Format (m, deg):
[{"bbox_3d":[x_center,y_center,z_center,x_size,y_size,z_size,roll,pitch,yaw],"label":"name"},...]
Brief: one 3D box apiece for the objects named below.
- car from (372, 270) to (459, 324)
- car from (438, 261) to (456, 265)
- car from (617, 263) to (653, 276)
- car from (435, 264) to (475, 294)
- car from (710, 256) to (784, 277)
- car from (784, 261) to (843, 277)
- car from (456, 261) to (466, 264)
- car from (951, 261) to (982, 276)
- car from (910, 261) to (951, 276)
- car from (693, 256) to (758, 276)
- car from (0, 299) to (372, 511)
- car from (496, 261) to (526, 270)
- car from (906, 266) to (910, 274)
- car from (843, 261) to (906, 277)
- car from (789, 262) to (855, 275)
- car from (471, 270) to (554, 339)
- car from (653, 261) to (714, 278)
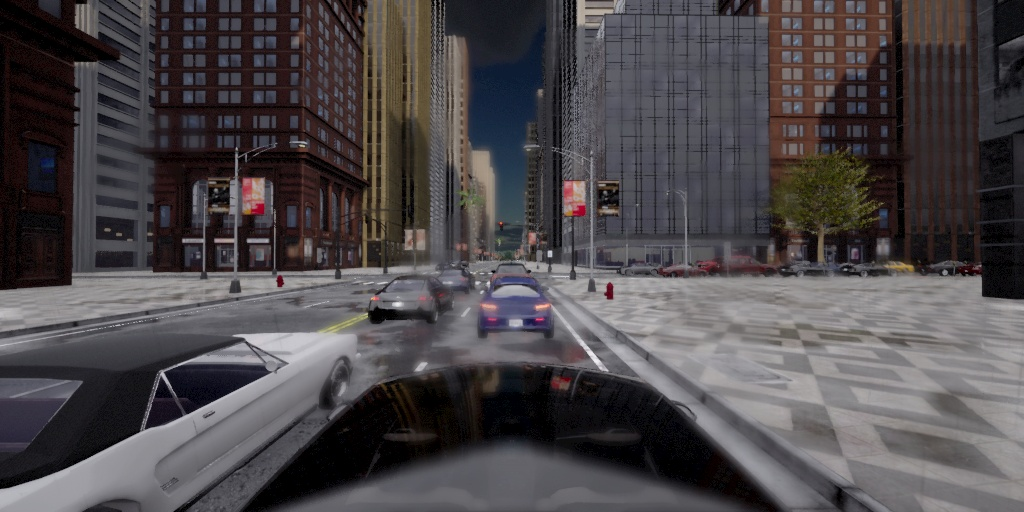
[{"bbox_3d":[-3.171,1.327,12.014,1.994,1.385,4.181,0,0,0],"label":"car"},{"bbox_3d":[-9.941,1.544,52.742,1.994,1.385,4.181,0,0,0],"label":"car"},{"bbox_3d":[13.214,1.384,37.813,4.181,1.385,1.994,0,-1,-1],"label":"car"},{"bbox_3d":[-3.187,1.353,20.402,1.994,1.385,4.181,0,0,0],"label":"car"},{"bbox_3d":[20.896,1.041,32.170,5.009,1.841,2.192,0,0,-1],"label":"car"},{"bbox_3d":[26.533,1.275,32.269,4.313,1.339,1.948,0,0,-1],"label":"car"},{"bbox_3d":[-9.938,1.545,63.028,2.128,1.511,4.902,0,0,0],"label":"car"},{"bbox_3d":[43.445,1.214,32.565,4.507,1.381,1.888,0,0,-1],"label":"car"},{"bbox_3d":[42.734,1.206,35.178,4.892,1.490,1.837,0,-1,-1],"label":"car"},{"bbox_3d":[22.516,1.011,37.978,5.566,2.045,2.150,0,-1,-1],"label":"car"},{"bbox_3d":[-3.156,1.351,3.191,1.895,1.301,4.718,0,0,0],"label":"car"},{"bbox_3d":[-0.034,1.135,19.012,2.097,1.767,4.553,0,0,0],"label":"car"},{"bbox_3d":[43.132,1.295,41.085,4.829,1.417,1.751,0,0,-1],"label":"car"},{"bbox_3d":[32.170,1.260,32.367,4.313,1.339,1.948,0,0,-1],"label":"car"},{"bbox_3d":[32.893,1.308,38.146,5.357,1.411,2.033,0,-1,-1],"label":"car"},{"bbox_3d":[0.088,1.284,10.027,1.812,1.442,4.674,0,0,0],"label":"car"},{"bbox_3d":[15.257,1.327,32.072,4.207,1.307,1.802,0,0,-1],"label":"car"}]
